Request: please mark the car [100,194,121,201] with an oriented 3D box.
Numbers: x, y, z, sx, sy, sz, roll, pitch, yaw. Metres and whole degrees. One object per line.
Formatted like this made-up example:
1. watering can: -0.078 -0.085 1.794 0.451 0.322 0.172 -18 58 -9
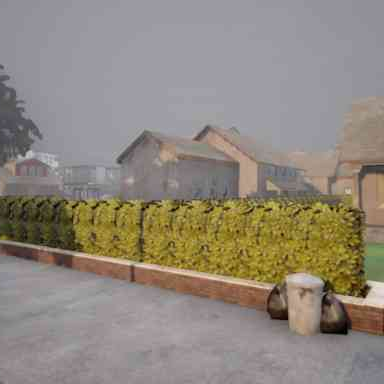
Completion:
1. car: -10.448 1.258 43.129 2.150 2.045 5.566 0 0 36
